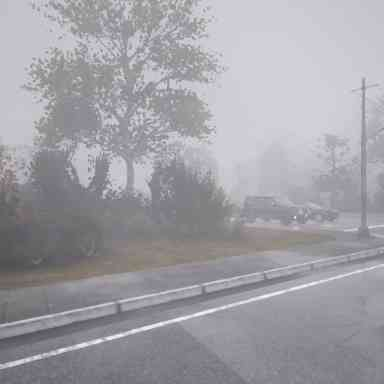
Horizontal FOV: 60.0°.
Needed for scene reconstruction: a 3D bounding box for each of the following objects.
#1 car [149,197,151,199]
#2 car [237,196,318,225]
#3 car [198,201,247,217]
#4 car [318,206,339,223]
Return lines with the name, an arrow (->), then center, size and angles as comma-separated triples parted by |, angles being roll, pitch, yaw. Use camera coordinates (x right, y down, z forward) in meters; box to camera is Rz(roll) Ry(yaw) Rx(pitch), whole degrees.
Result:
car -> -8.273, 1.904, 54.766 | 5.566, 2.045, 2.150 | -1, -1, 39
car -> 6.201, 1.316, 25.101 | 2.150, 2.045, 5.566 | 0, -1, -37
car -> 3.049, 1.706, 34.156 | 1.882, 1.535, 5.008 | 0, -1, -43
car -> 9.236, 1.566, 26.845 | 1.882, 1.535, 5.008 | 0, -1, -39
